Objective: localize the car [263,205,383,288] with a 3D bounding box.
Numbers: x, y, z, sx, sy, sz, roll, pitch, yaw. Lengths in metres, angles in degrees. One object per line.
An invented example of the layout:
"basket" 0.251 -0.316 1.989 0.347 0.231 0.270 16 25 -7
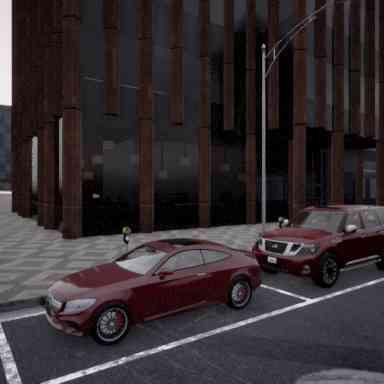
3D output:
"car" 3.975 1.315 9.438 5.009 1.841 2.192 0 0 -35

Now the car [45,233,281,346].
"car" -0.481 1.582 6.289 4.206 1.307 1.802 0 0 -35
